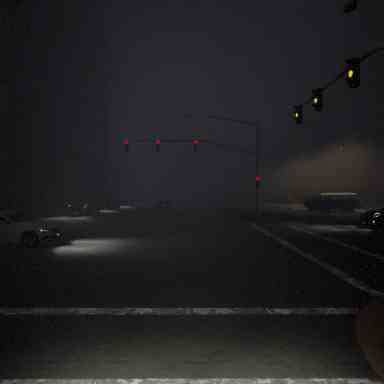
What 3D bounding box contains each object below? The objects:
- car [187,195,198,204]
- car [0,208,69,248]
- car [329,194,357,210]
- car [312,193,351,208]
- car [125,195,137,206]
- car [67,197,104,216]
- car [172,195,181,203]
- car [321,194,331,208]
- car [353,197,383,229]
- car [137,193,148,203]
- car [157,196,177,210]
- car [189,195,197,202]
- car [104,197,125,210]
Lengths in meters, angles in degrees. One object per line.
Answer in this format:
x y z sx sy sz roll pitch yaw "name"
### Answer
0.133 1.352 63.691 2.097 1.767 4.553 0 0 0 "car"
-8.074 1.551 14.284 4.674 1.442 1.812 0 0 1 "car"
21.805 1.451 46.599 3.806 1.475 1.970 0 0 1 "car"
21.834 1.209 52.178 4.605 1.855 1.932 0 0 1 "car"
-10.520 1.563 52.975 1.994 1.385 4.181 0 0 1 "car"
-10.673 1.352 32.854 2.097 1.767 4.553 0 0 0 "car"
-3.308 1.351 66.898 2.097 1.767 4.553 0 0 1 "car"
21.847 1.419 49.494 3.905 1.438 1.784 0 0 1 "car"
13.263 1.407 21.255 4.553 1.767 2.097 0 0 1 "car"
-10.333 1.262 68.451 2.150 2.045 5.566 0 0 0 "car"
-3.418 1.564 42.809 1.994 1.385 4.181 0 0 0 "car"
0.206 1.362 73.820 1.837 1.490 4.892 0 0 0 "car"
-10.603 1.547 43.091 2.033 1.411 5.357 0 0 0 "car"
